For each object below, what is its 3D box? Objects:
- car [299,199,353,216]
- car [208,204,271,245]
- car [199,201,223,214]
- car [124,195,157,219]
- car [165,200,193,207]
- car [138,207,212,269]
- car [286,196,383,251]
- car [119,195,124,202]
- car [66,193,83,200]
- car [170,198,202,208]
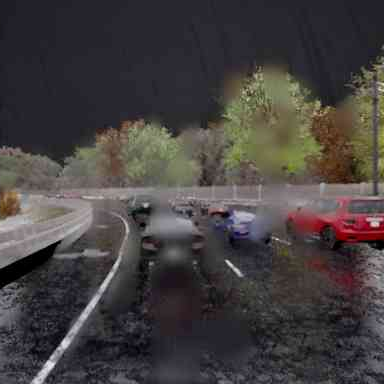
[{"bbox_3d":[12.299,1.355,30.750,4.181,1.385,1.994,0,0,43],"label":"car"},{"bbox_3d":[2.202,1.521,15.557,1.812,1.442,4.674,0,0,-8],"label":"car"},{"bbox_3d":[2.034,1.565,31.960,1.994,1.385,4.181,0,0,-16],"label":"car"},{"bbox_3d":[-4.545,1.247,29.829,2.150,2.045,5.566,0,0,-17],"label":"car"},{"bbox_3d":[-1.353,1.504,31.167,2.128,1.511,4.902,0,0,-17],"label":"car"},{"bbox_3d":[-0.742,1.484,11.241,1.882,1.535,5.008,0,0,-6],"label":"car"},{"bbox_3d":[5.980,1.201,14.154,2.150,2.045,5.566,0,0,-7],"label":"car"},{"bbox_3d":[-12.225,1.265,62.327,2.097,1.767,4.553,0,0,-33],"label":"car"},{"bbox_3d":[-29.078,1.330,82.103,5.566,2.045,2.150,0,0,43],"label":"car"},{"bbox_3d":[-0.925,1.455,45.395,1.895,1.301,4.718,0,0,-38],"label":"car"}]
